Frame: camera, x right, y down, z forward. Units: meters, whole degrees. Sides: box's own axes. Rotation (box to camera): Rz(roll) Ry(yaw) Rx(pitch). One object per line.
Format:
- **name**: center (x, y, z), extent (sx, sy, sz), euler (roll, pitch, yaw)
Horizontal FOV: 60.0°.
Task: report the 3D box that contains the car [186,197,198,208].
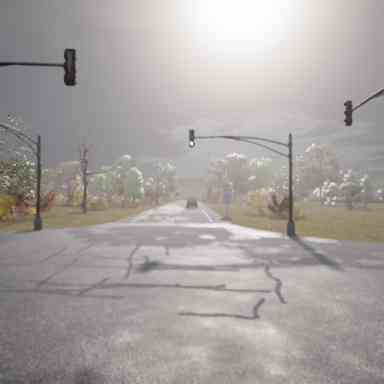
- **car**: center (-0.004, 2.026, 64.493), extent (2.150, 2.045, 5.566), euler (0, -1, 0)
